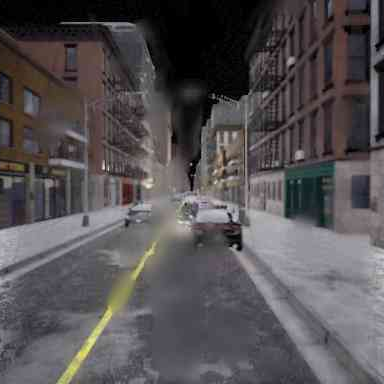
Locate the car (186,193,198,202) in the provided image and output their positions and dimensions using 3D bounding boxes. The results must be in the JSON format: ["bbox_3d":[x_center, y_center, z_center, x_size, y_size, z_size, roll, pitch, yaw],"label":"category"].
[{"bbox_3d":[0.004,1.062,64.690,2.097,1.767,4.553,0,0,0],"label":"car"}]

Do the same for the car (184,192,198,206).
[{"bbox_3d":[0.005,0.968,49.704,2.150,2.045,5.566,0,0,0],"label":"car"}]

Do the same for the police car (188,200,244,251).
[{"bbox_3d":[0.901,1.334,13.796,1.930,1.638,5.238,0,0,0],"label":"police car"}]

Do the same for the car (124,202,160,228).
[{"bbox_3d":[-3.086,1.389,21.405,1.812,1.442,4.674,0,0,0],"label":"car"}]

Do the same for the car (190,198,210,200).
[{"bbox_3d":[0.902,1.377,23.687,1.812,1.442,4.674,0,0,0],"label":"car"}]

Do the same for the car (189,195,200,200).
[{"bbox_3d":[0.902,1.299,29.687,1.882,1.535,5.008,0,0,0],"label":"car"}]

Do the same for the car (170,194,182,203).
[{"bbox_3d":[-3.016,1.186,63.246,1.882,1.535,5.008,0,0,1],"label":"car"}]
